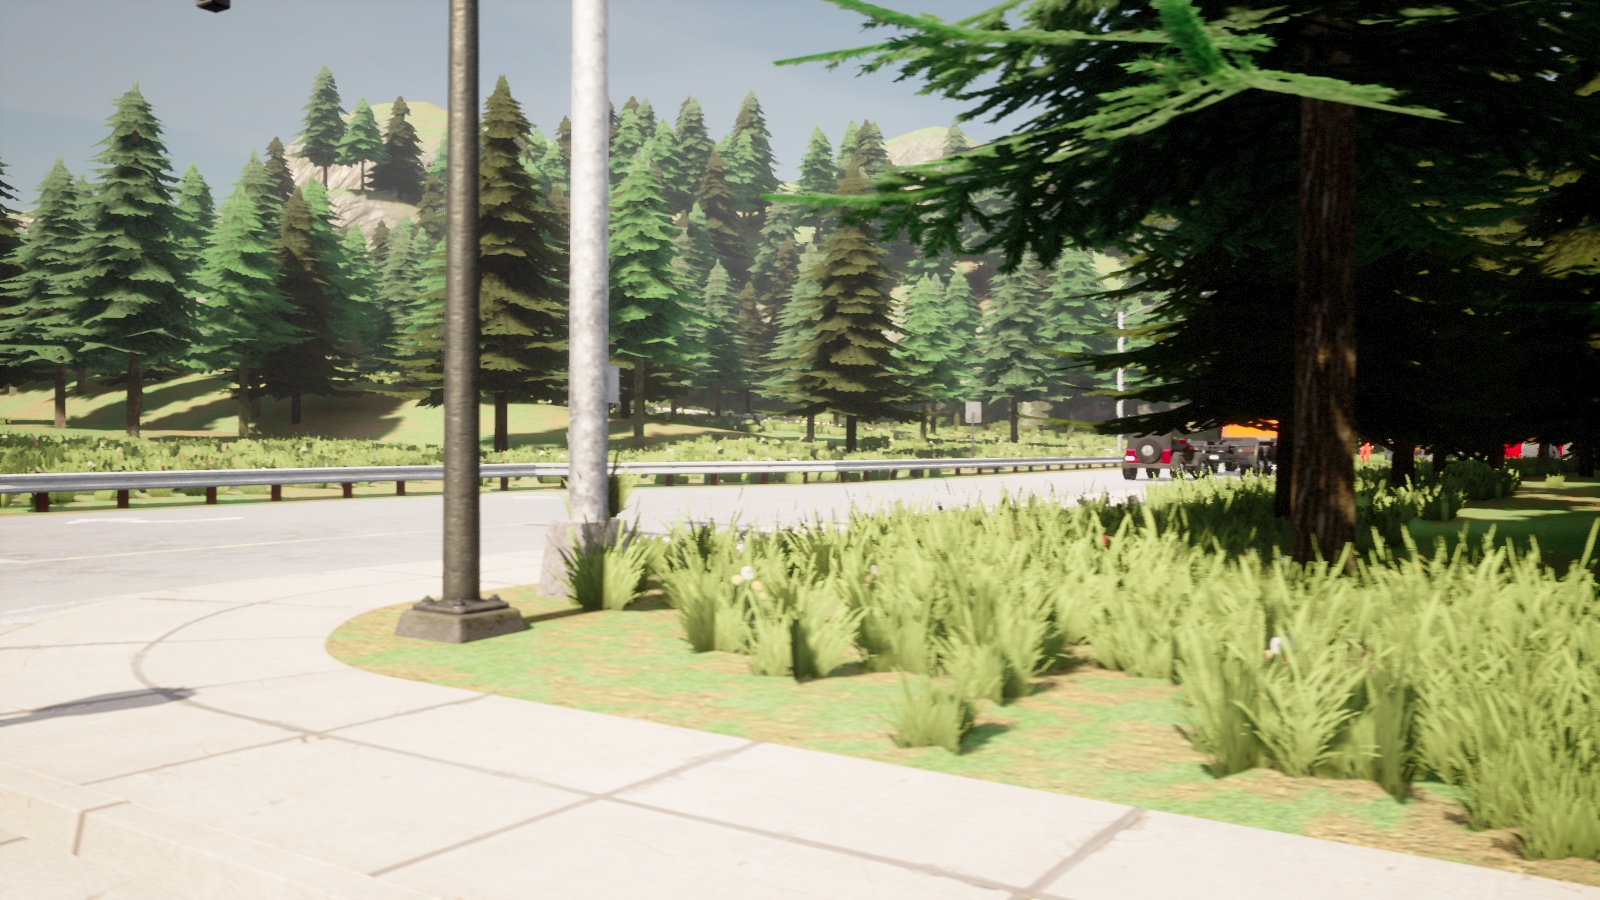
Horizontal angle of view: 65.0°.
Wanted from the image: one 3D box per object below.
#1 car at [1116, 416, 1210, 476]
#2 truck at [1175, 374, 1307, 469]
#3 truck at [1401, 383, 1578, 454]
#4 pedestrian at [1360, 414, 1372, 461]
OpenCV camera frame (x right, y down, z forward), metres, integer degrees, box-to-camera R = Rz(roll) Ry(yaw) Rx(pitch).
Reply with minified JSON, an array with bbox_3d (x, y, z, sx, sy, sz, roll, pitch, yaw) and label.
[{"bbox_3d":[12.139,-0.161,41.878,1.905,1.878,3.866,0,1,34],"label":"car"},{"bbox_3d":[17.626,-1.097,49.818,2.891,3.462,7.936,0,1,35],"label":"truck"},{"bbox_3d":[38.664,-1.763,70.586,8.468,3.827,2.891,-1,1,-3],"label":"truck"},{"bbox_3d":[21.932,-0.483,48.680,0.345,1.836,0.594,0,1,15],"label":"pedestrian"}]
